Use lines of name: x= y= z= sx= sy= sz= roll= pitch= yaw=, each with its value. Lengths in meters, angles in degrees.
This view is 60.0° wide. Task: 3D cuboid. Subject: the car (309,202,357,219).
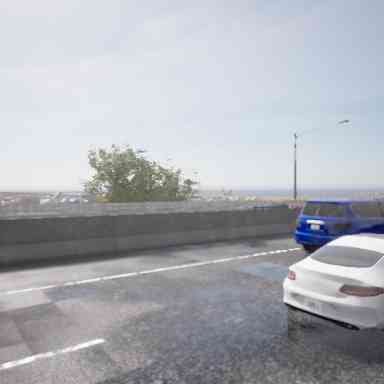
car: x=12.906 y=1.664 z=30.375 sx=4.718 sy=1.301 sz=1.895 roll=0 pitch=0 yaw=-35

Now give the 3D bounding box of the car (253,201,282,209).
car: x=8.818 y=1.665 z=36.056 sx=4.718 sy=1.301 sz=1.895 roll=0 pitch=0 yaw=-35

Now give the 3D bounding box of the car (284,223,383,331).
car: x=3.731 y=1.542 z=6.414 sx=4.674 sy=1.442 sz=1.812 roll=0 pitch=0 yaw=-35

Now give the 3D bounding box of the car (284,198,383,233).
car: x=6.239 y=1.251 z=12.491 sx=5.566 sy=2.045 sz=2.150 roll=0 pitch=0 yaw=-35

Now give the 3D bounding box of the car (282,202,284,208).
car: x=11.759 y=1.417 z=33.851 sx=4.553 sy=1.767 sz=2.097 roll=0 pitch=0 yaw=-35
